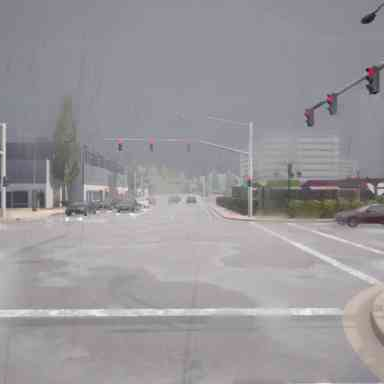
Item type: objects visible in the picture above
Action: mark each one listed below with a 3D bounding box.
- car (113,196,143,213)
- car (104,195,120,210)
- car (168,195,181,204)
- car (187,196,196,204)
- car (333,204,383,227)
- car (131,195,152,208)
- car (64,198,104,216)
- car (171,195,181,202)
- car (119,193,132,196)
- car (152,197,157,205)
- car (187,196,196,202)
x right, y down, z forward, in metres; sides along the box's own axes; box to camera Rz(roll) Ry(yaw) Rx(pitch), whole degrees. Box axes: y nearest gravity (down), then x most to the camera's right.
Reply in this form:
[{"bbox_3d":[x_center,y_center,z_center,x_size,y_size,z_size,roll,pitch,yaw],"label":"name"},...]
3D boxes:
[{"bbox_3d":[-7.163,1.505,37.675,1.837,1.490,4.892,0,0,0],"label":"car"},{"bbox_3d":[-10.669,1.505,42.139,1.837,1.490,4.892,0,0,0],"label":"car"},{"bbox_3d":[-3.608,1.547,64.559,2.033,1.411,5.357,0,0,0],"label":"car"},{"bbox_3d":[-0.108,1.491,64.565,2.128,1.511,4.902,0,0,0],"label":"car"},{"bbox_3d":[11.769,1.526,21.917,4.674,1.442,1.812,0,0,1],"label":"car"},{"bbox_3d":[-7.172,1.526,46.861,1.812,1.442,4.674,0,0,0],"label":"car"},{"bbox_3d":[-10.654,1.547,32.583,2.033,1.411,5.357,0,0,0],"label":"car"},{"bbox_3d":[-3.625,1.425,74.832,1.994,1.385,4.181,0,0,0],"label":"car"},{"bbox_3d":[-10.680,1.222,52.743,2.150,2.045,5.566,0,0,0],"label":"car"},{"bbox_3d":[-7.176,1.564,56.821,1.994,1.385,4.181,0,0,0],"label":"car"},{"bbox_3d":[-0.125,1.468,74.870,1.895,1.301,4.718,0,0,0],"label":"car"}]
